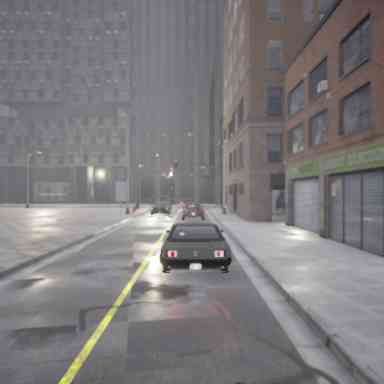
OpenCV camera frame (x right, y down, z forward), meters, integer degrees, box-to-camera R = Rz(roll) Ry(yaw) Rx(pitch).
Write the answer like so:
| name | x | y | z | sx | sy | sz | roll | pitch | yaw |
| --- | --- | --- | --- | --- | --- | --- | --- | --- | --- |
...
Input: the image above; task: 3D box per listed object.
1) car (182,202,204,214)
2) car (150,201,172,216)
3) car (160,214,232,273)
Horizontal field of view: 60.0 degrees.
| name | x | y | z | sx | sy | sz | roll | pitch | yaw |
| --- | --- | --- | --- | --- | --- | --- | --- | --- | --- |
| car | 0.096 | 1.555 | 28.510 | 1.812 | 1.442 | 4.674 | 0 | 0 | 0 |
| car | -3.045 | 1.635 | 33.510 | 1.895 | 1.301 | 4.718 | 0 | 0 | 1 |
| car | 0.097 | 1.612 | 10.716 | 1.895 | 1.301 | 4.718 | 0 | 0 | 0 |
